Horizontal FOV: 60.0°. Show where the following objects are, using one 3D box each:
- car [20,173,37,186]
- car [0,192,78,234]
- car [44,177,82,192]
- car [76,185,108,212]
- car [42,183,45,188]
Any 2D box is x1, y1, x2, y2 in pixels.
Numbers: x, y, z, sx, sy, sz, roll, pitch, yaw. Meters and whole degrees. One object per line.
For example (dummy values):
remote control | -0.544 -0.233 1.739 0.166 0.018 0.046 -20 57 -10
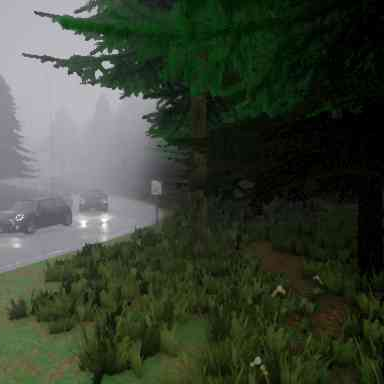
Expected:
car | -25.830 -2.127 52.412 2.150 2.045 5.566 0 5 -30
car | -8.505 1.138 17.855 2.097 1.767 4.553 0 2 15
car | -14.078 -0.566 37.839 5.566 2.045 2.150 7 5 40
car | -8.119 0.589 27.702 2.097 1.767 4.553 0 4 -14
car | -18.493 -0.951 45.360 4.892 1.490 1.837 6 4 38
